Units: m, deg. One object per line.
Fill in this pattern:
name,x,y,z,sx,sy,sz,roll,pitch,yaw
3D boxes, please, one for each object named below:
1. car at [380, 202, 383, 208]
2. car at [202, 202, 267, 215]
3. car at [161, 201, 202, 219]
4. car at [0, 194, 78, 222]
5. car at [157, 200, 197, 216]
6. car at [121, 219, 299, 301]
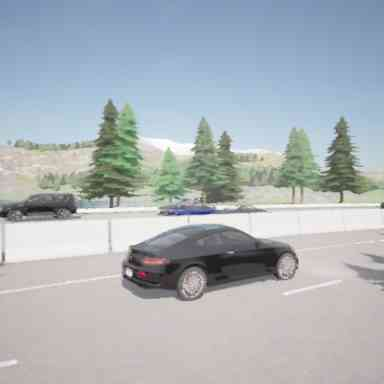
car,27.155,1.544,44.194,4.181,1.385,1.994,0,0,-18
car,3.127,1.527,22.220,4.181,1.385,1.994,0,0,-29
car,0.413,1.551,24.738,4.718,1.301,1.895,0,0,-29
car,-11.677,1.140,25.515,5.566,2.045,2.150,0,0,-33
car,-0.583,1.433,28.161,4.902,1.511,2.128,0,0,-29
car,0.600,1.510,8.226,4.674,1.442,1.812,0,0,-34
